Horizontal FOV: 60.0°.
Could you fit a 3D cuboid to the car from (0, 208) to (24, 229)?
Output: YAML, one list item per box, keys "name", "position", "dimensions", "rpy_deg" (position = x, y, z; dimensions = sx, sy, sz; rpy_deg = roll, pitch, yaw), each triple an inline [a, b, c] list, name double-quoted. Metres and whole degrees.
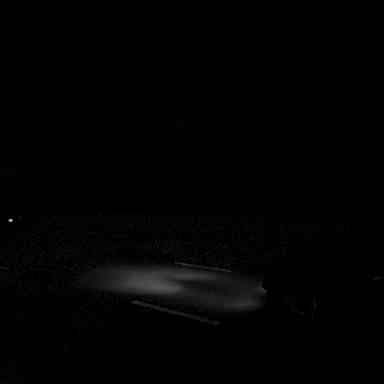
- name: "car"
  position: [-12.872, 1.760, 21.768]
  dimensions: [4.181, 1.385, 1.994]
  rpy_deg: [-1, -1, 35]

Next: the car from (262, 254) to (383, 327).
- name: "car"
  position: [3.670, 1.602, 5.674]
  dimensions: [4.718, 1.301, 1.895]
  rpy_deg: [0, 0, 35]
